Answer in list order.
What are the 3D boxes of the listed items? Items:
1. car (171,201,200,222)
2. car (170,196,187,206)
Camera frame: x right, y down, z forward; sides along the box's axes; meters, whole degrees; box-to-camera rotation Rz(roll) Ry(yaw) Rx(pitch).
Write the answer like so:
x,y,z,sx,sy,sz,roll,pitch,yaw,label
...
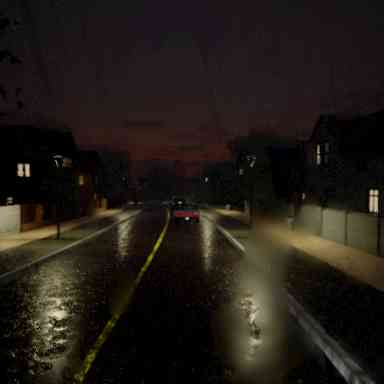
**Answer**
x,y,z,sx,sy,sz,roll,pitch,yaw,label
-0.455,1.612,26.095,1.895,1.301,4.718,0,0,-3,car
-1.675,1.430,42.620,2.097,1.767,4.553,0,0,-5,car
